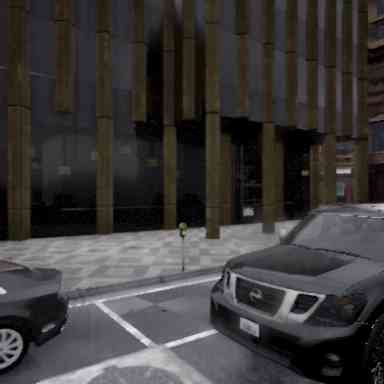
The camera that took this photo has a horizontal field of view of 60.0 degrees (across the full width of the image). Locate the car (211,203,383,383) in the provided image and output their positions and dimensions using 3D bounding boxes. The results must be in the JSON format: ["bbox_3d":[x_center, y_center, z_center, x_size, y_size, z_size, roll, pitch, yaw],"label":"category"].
[{"bbox_3d":[2.919,1.224,5.450,5.566,2.045,2.150,0,0,-35],"label":"car"}]

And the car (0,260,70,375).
[{"bbox_3d":[-3.791,1.540,3.957,4.403,1.369,2.008,0,0,-35],"label":"car"}]
